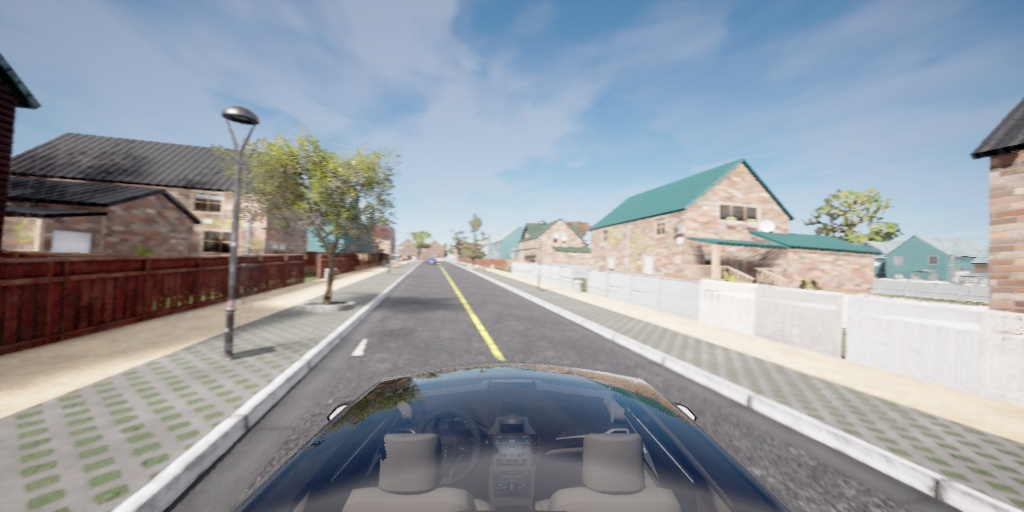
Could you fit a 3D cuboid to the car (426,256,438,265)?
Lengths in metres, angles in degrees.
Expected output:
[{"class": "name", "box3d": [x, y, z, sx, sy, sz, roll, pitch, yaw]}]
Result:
[{"class": "car", "box3d": [-14.112, 0.787, 63.190, 1.812, 1.442, 4.674, 3, -1, -13]}]
